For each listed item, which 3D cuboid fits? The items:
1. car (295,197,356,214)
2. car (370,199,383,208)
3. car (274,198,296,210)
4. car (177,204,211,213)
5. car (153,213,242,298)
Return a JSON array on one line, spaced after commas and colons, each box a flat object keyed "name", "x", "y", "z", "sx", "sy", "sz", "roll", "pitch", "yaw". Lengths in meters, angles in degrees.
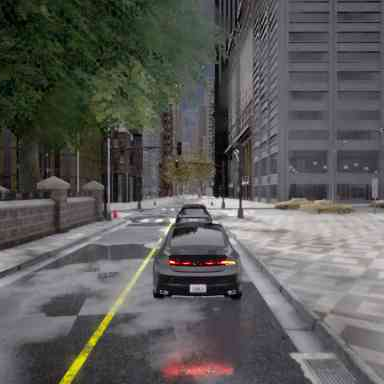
[{"name": "car", "x": 12.411, "y": 1.343, "z": 30.527, "sx": 4.829, "sy": 1.417, "sz": 1.752, "roll": -1, "pitch": 1, "yaw": 0}, {"name": "car", "x": 23.452, "y": 1.146, "z": 38.988, "sx": 4.829, "sy": 1.417, "sz": 1.752, "roll": -1, "pitch": 1, "yaw": 0}, {"name": "car", "x": 12.111, "y": 1.330, "z": 39.054, "sx": 4.829, "sy": 1.417, "sz": 1.752, "roll": -1, "pitch": 1, "yaw": 0}, {"name": "car", "x": 0.101, "y": 1.441, "z": 18.601, "sx": 2.033, "sy": 1.649, "sz": 4.856, "roll": 0, "pitch": 0, "yaw": 1}, {"name": "car", "x": 0.114, "y": 1.508, "z": 8.471, "sx": 1.837, "sy": 1.490, "sz": 4.892, "roll": 0, "pitch": 0, "yaw": 0}]
